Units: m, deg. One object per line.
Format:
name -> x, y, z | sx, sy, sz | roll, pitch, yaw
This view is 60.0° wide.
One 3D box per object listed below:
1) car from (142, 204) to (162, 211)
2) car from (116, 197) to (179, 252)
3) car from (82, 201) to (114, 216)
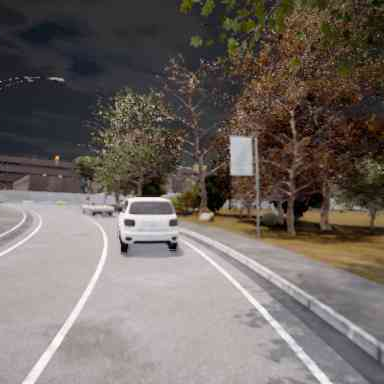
car -> -10.997, 4.354, 90.714 | 5.366, 1.575, 1.946 | -5, -6, 31
car -> -1.994, 1.229, 14.210 | 2.150, 2.045, 5.566 | 1, 0, -13
car -> -8.973, 1.526, 31.457 | 1.895, 1.301, 4.718 | 3, -1, -32
